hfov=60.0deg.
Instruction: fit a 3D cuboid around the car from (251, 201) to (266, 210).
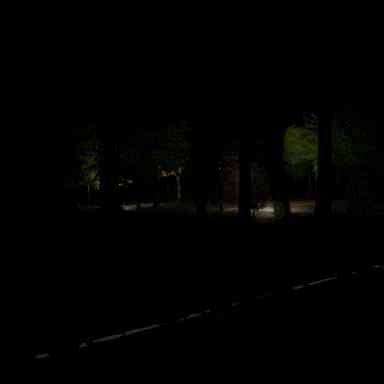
[{"bbox_3d":[12.431,2.514,65.726,2.097,1.767,4.553,-4,1,-36],"label":"car"}]
